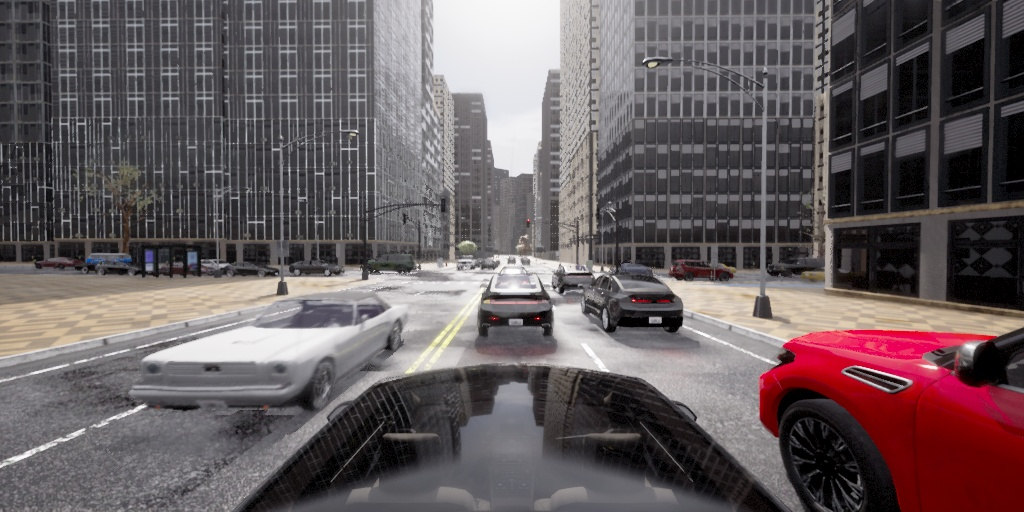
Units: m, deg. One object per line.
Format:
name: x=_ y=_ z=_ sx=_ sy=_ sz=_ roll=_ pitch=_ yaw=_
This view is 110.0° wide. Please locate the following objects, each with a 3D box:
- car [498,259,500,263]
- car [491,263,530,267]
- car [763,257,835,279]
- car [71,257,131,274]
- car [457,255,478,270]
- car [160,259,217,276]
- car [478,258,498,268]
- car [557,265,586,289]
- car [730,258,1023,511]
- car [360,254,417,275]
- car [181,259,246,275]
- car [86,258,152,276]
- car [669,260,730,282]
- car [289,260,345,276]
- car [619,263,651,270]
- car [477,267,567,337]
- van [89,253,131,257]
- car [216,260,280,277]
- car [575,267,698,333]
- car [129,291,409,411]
car: x=-3.391 y=1.253 z=61.641 sx=1.994 sy=1.385 sz=4.181 roll=0 pitch=0 yaw=0
car: x=0.082 y=1.283 z=20.016 sx=2.033 sy=1.411 sz=5.357 roll=0 pitch=0 yaw=0
car: x=29.029 y=1.187 z=36.458 sx=5.566 sy=2.045 sz=2.150 roll=1 pitch=1 yaw=0
car: x=-38.616 y=1.012 z=34.393 sx=4.718 sy=1.301 sz=1.895 roll=1 pitch=1 yaw=1
car: x=-6.640 y=0.923 z=52.503 sx=2.150 sy=2.045 sz=5.566 roll=0 pitch=0 yaw=0
car: x=-28.445 y=1.130 z=31.499 sx=4.207 sy=1.307 sz=1.802 roll=0 pitch=0 yaw=1
car: x=-3.389 y=1.180 z=52.055 sx=1.882 sy=1.535 sz=5.008 roll=0 pitch=0 yaw=0
car: x=3.332 y=1.227 z=20.024 sx=2.128 sy=1.511 sz=4.902 roll=0 pitch=0 yaw=0
car: x=3.348 y=0.972 z=0.912 sx=2.150 sy=2.045 sz=5.566 roll=0 pitch=0 yaw=0
car: x=-12.652 y=0.816 z=37.083 sx=5.566 sy=2.045 sz=2.150 roll=1 pitch=1 yaw=1
car: x=-28.394 y=1.030 z=34.187 sx=4.674 sy=1.442 sz=1.812 roll=1 pitch=1 yaw=1
car: x=-34.126 y=1.061 z=31.667 sx=4.313 sy=1.339 sz=1.948 roll=0 pitch=0 yaw=1
car: x=16.164 y=1.262 z=30.882 sx=5.009 sy=1.841 sz=2.192 roll=0 pitch=0 yaw=1
car: x=-18.440 y=1.100 z=33.977 sx=4.892 sy=1.490 sz=1.837 roll=1 pitch=1 yaw=2
car: x=12.043 y=1.381 z=36.656 sx=4.181 sy=1.385 sz=1.994 roll=1 pitch=1 yaw=0
car: x=0.090 y=1.236 z=10.281 sx=2.128 sy=1.511 sz=4.902 roll=0 pitch=0 yaw=0
van: x=-45.326 y=0.595 z=40.316 sx=3.998 sy=1.789 sz=1.690 roll=0 pitch=0 yaw=1
car: x=-22.761 y=1.166 z=31.371 sx=4.313 sy=1.339 sz=1.948 roll=0 pitch=0 yaw=1
car: x=3.340 y=1.248 z=10.775 sx=1.837 sy=1.490 sz=4.892 roll=0 pitch=0 yaw=0
car: x=-3.349 y=1.348 z=6.208 sx=1.895 sy=1.301 sz=4.718 roll=0 pitch=0 yaw=0
